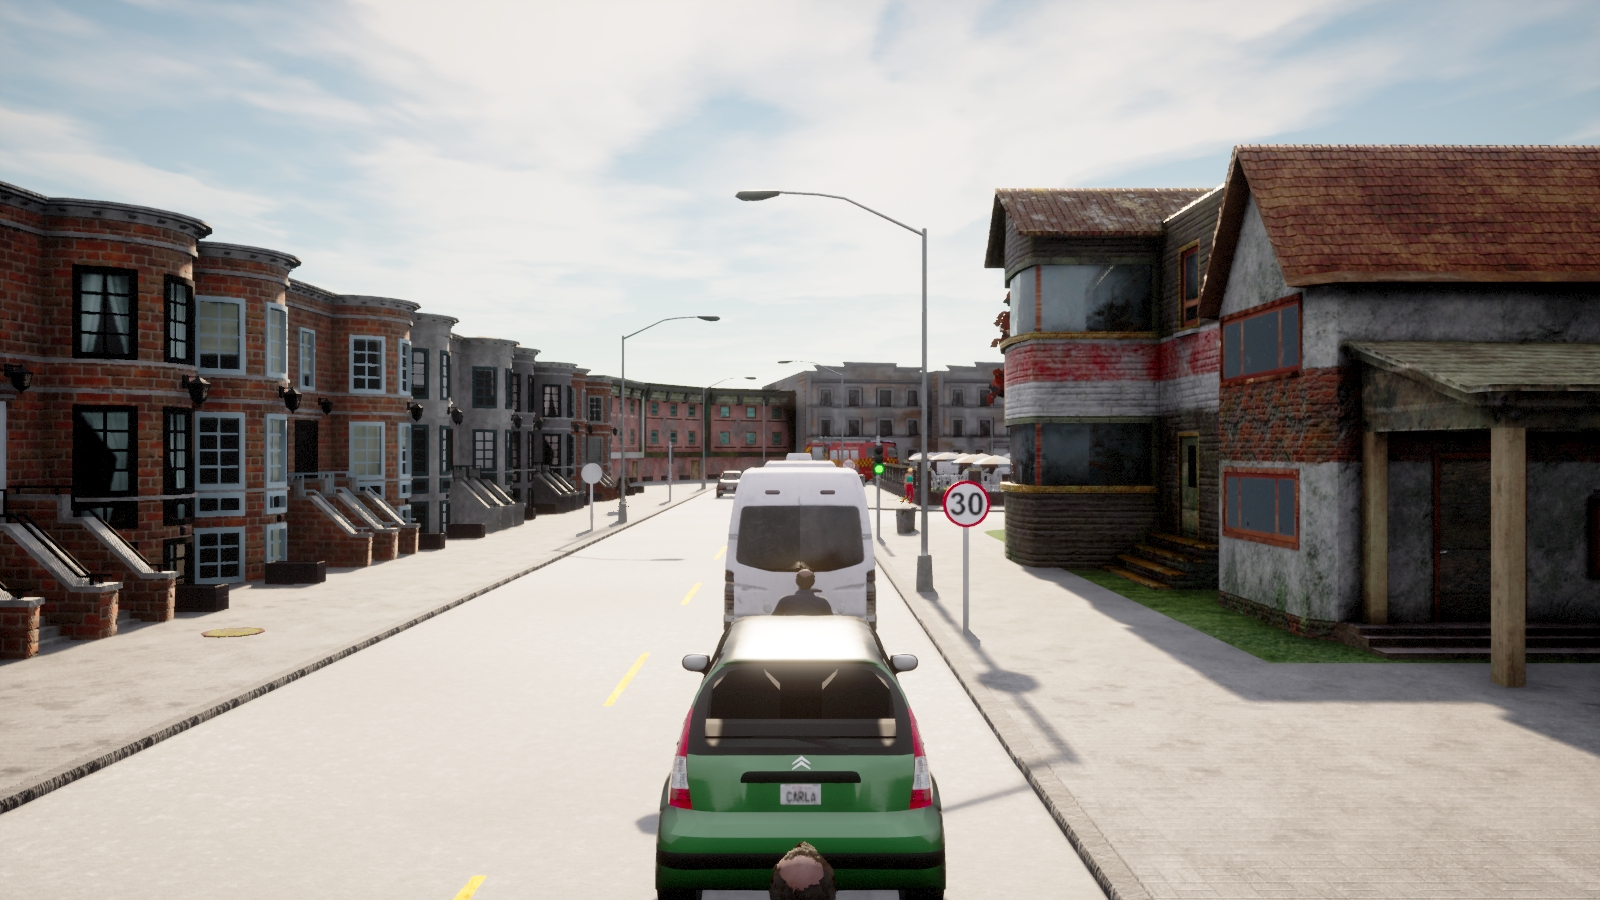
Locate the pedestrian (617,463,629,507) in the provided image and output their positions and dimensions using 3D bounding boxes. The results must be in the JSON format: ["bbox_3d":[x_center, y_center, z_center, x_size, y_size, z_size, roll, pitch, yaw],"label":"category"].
[{"bbox_3d":[-7.644,1.507,49.322,0.375,1.860,0.375,0,0,19],"label":"pedestrian"}]

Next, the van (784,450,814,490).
[{"bbox_3d":[-0.059,1.286,76.777,1.988,2.561,5.915,0,0,0],"label":"van"}]

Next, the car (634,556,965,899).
[{"bbox_3d":[-0.003,1.776,8.384,1.851,1.617,3.988,0,0,0],"label":"car"}]

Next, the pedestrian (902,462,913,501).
[{"bbox_3d":[5.139,1.495,54.424,0.375,1.860,0.375,0,0,-41],"label":"pedestrian"}]

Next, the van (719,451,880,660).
[{"bbox_3d":[-0.006,1.308,17.078,1.988,2.561,5.915,0,0,0],"label":"van"}]

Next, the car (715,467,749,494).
[{"bbox_3d":[-4.014,1.781,67.520,1.789,1.549,3.705,0,0,0],"label":"car"}]
